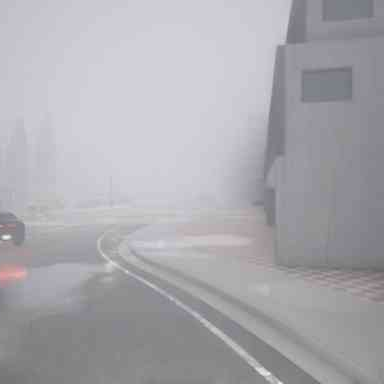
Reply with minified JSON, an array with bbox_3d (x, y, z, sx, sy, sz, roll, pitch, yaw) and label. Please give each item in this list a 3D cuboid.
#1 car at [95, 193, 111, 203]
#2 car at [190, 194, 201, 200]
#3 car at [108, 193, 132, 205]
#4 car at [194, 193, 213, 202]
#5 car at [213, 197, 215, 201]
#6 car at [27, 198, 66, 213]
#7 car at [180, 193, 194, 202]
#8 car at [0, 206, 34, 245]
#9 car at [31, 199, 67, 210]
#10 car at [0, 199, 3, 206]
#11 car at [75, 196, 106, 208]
[{"bbox_3d":[-15.537,1.158,58.180,2.150,2.045,5.566,0,0,12],"label":"car"},{"bbox_3d":[0.960,1.278,81.802,1.812,1.442,4.674,0,0,11],"label":"car"},{"bbox_3d":[-12.037,1.431,57.818,2.128,1.511,4.902,0,0,12],"label":"car"},{"bbox_3d":[2.446,1.157,71.281,2.150,2.045,5.566,0,0,11],"label":"car"},{"bbox_3d":[4.467,1.476,81.492,1.994,1.385,4.181,0,0,11],"label":"car"},{"bbox_3d":[-16.255,1.435,37.237,1.882,1.535,5.008,0,0,13],"label":"car"},{"bbox_3d":[-0.985,1.148,72.020,2.150,2.045,5.566,0,0,11],"label":"car"},{"bbox_3d":[-8.919,1.486,14.241,4.892,1.490,1.837,0,0,40],"label":"car"},{"bbox_3d":[-18.524,1.551,43.321,1.895,1.301,4.718,0,0,11],"label":"car"},{"bbox_3d":[-21.333,1.184,32.429,2.150,2.045,5.566,0,0,18],"label":"car"},{"bbox_3d":[-14.335,1.550,46.379,1.895,1.301,4.718,0,0,11],"label":"car"}]
